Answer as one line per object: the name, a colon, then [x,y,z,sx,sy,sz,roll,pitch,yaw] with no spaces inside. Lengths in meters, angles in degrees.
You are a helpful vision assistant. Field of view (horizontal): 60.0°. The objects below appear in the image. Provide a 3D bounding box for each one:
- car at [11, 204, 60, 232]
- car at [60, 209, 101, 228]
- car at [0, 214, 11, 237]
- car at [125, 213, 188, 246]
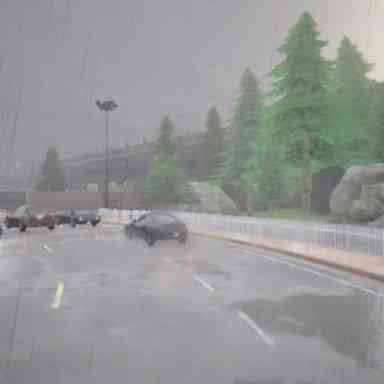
car: [-11.223,1.699,23.010,2.097,1.767,4.553,0,-1,-42]
car: [-8.853,1.971,25.499,1.895,1.301,4.718,0,-1,-41]
car: [-12.424,1.850,19.158,2.033,1.411,5.357,0,-1,-42]
car: [-1.844,1.751,16.600,1.812,1.442,4.674,0,-1,-30]
